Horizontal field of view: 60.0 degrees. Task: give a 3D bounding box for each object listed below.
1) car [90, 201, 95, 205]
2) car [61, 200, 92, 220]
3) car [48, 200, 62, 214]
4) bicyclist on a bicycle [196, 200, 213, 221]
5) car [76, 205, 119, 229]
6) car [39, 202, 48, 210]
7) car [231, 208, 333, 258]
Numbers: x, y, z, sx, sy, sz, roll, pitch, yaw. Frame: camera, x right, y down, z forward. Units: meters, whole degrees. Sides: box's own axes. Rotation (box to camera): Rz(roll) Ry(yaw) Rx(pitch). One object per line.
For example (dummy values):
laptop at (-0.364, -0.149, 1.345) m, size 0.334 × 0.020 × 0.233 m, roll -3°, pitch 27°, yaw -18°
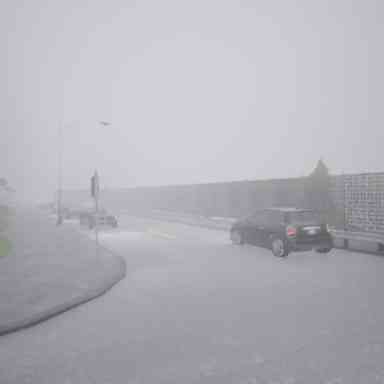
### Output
car at (-14.992, 1.976, 47.497) m, size 1.812 × 1.442 × 4.674 m, roll 0°, pitch 0°, yaw -31°
car at (-11.476, 1.848, 32.612) m, size 1.812 × 1.442 × 4.674 m, roll 0°, pitch 0°, yaw -28°
car at (-16.282, 1.777, 41.517) m, size 2.097 × 1.767 × 4.553 m, roll 0°, pitch 0°, yaw -29°
bicyclist on a bicycle at (0.998, 1.516, 27.134) m, size 1.656 × 1.620 × 0.582 m, roll -1°, pitch 0°, yaw -28°
car at (-6.710, 1.821, 23.739) m, size 1.895 × 1.301 × 4.718 m, roll 0°, pitch 0°, yaw -28°
car at (-22.629, 2.130, 53.960) m, size 4.181 × 1.385 × 1.994 m, roll -1°, pitch 0°, yaw 12°
car at (3.361, 1.410, 13.408) m, size 2.097 × 1.767 × 4.553 m, roll -1°, pitch 0°, yaw -21°
